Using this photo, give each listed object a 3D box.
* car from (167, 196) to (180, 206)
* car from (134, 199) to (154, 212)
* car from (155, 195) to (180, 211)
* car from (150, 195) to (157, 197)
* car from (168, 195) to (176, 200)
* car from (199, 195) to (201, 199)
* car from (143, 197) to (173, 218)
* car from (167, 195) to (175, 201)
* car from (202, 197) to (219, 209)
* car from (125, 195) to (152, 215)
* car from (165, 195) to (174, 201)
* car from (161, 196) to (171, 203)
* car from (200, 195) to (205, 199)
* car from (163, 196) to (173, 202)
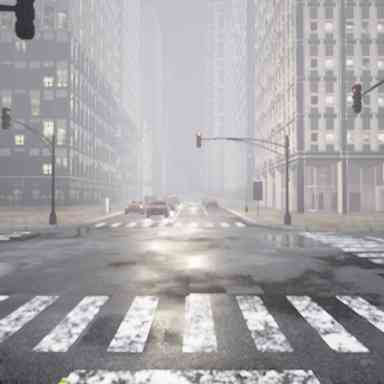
[{"bbox_3d":[-3.029,1.500,56.391,1.882,1.535,5.008,0,0,0],"label":"car"},{"bbox_3d":[-5.655,1.598,39.740,1.802,1.307,4.206,1,0,0],"label":"car"},{"bbox_3d":[-3.065,1.509,41.970,2.128,1.511,4.902,0,0,0],"label":"car"},{"bbox_3d":[-5.646,1.334,45.316,2.192,1.841,5.009,1,0,0],"label":"car"},{"bbox_3d":[-5.624,1.614,95.466,1.947,1.339,4.313,1,0,0],"label":"car"},{"bbox_3d":[2.738,1.591,62.106,1.947,1.339,4.313,1,0,0],"label":"car"},{"bbox_3d":[-3.076,1.490,31.071,1.882,1.535,5.008,0,0,0],"label":"car"},{"bbox_3d":[-5.626,1.589,89.917,2.008,1.369,4.403,1,0,0],"label":"car"},{"bbox_3d":[2.728,1.600,45.373,1.802,1.307,4.206,1,0,0],"label":"car"},{"bbox_3d":[-5.655,1.454,34.165,1.967,1.590,4.097,1,0,0],"label":"car"},{"bbox_3d":[-5.630,1.580,84.341,1.887,1.381,4.507,1,0,0],"label":"car"},{"bbox_3d":[-5.636,1.575,73.191,1.887,1.381,4.507,1,0,0],"label":"car"},{"bbox_3d":[2.736,1.549,56.698,1.752,1.417,4.829,1,0,0],"label":"car"},{"bbox_3d":[-5.632,1.584,78.766,2.008,1.369,4.403,1,0,0],"label":"car"}]
